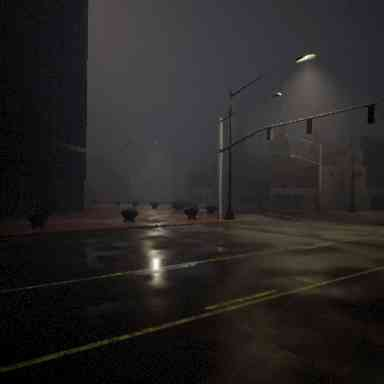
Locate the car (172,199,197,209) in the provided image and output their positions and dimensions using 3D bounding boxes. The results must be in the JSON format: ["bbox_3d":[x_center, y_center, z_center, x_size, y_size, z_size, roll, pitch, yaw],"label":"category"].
[{"bbox_3d":[-0.992,1.604,46.254,1.994,1.385,4.181,1,-1,-35],"label":"car"}]
